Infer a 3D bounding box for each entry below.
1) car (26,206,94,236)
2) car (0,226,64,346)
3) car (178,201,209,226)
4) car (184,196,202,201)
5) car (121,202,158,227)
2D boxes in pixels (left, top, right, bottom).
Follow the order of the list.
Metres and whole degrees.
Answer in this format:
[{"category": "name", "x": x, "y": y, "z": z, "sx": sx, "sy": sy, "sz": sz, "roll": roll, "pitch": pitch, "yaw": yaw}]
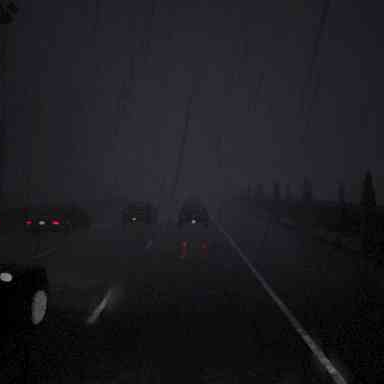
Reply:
[{"category": "car", "x": -6.899, "y": 1.465, "z": 17.801, "sx": 2.033, "sy": 1.411, "sz": 5.357, "roll": 0, "pitch": 0, "yaw": 0}, {"category": "car", "x": -3.400, "y": 1.460, "z": 3.776, "sx": 1.882, "sy": 1.535, "sz": 5.008, "roll": 0, "pitch": 0, "yaw": 0}, {"category": "car", "x": 0.102, "y": 1.498, "z": 22.406, "sx": 1.895, "sy": 1.301, "sz": 4.718, "roll": 0, "pitch": 0, "yaw": 0}, {"category": "car", "x": 0.111, "y": 1.317, "z": 40.893, "sx": 1.837, "sy": 1.490, "sz": 4.892, "roll": 0, "pitch": 0, "yaw": 0}, {"category": "car", "x": -3.398, "y": 1.390, "z": 22.093, "sx": 2.128, "sy": 1.511, "sz": 4.902, "roll": 0, "pitch": 0, "yaw": 0}]
